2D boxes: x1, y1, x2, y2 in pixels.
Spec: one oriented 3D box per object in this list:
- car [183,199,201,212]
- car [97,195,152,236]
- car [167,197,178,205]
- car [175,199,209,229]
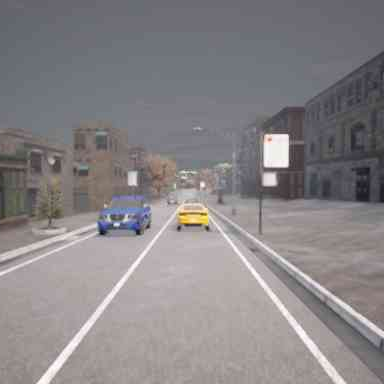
[{"bbox_3d":[-0.027,1.571,40.651,2.033,1.411,5.357,0,0,0],"label":"car"},{"bbox_3d":[-3.576,1.213,18.683,2.150,2.045,5.566,0,0,1],"label":"car"},{"bbox_3d":[-3.460,1.583,59.866,2.128,1.511,4.902,0,0,1],"label":"car"},{"bbox_3d":[0.062,1.470,21.514,1.882,1.535,5.008,0,0,0],"label":"car"}]
